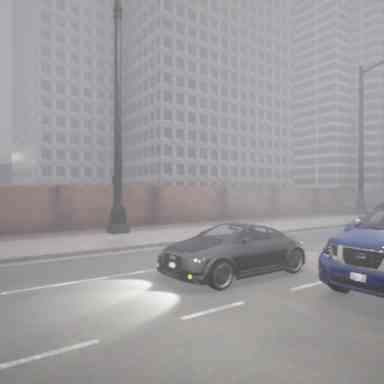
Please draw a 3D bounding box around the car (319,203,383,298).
[{"bbox_3d":[5.326,1.204,7.664,5.566,2.045,2.150,0,0,-34],"label":"car"}]

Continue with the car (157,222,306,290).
[{"bbox_3d":[1.167,1.549,9.046,4.181,1.385,1.994,0,0,-35],"label":"car"}]

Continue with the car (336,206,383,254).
[{"bbox_3d":[8.420,1.446,14.078,5.008,1.535,1.882,0,0,-35],"label":"car"}]
